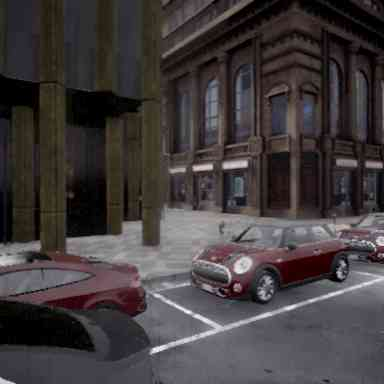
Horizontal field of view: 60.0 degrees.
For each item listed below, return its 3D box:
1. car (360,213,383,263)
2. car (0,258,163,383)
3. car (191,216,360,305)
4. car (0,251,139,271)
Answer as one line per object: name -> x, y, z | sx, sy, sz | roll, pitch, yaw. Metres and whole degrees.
car -> 6.552, 1.442, 11.327 | 4.097, 1.590, 1.967 | 0, 0, -35
car -> -2.449, 1.507, 1.616 | 4.892, 1.490, 1.837 | 0, 0, -35
car -> 1.936, 1.439, 8.034 | 4.097, 1.590, 1.967 | 0, 0, -35
car -> -2.678, 1.582, 4.743 | 4.206, 1.307, 1.802 | 0, 0, -35
